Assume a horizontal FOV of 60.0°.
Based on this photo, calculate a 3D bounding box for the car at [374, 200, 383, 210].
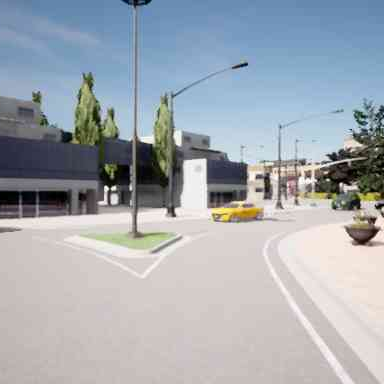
[{"bbox_3d":[24.957,1.659,42.714,1.895,1.301,4.718,0,0,41],"label":"car"}]

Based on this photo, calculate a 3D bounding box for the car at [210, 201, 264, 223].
[{"bbox_3d":[3.560,1.487,25.681,5.008,1.535,1.882,0,0,-43],"label":"car"}]

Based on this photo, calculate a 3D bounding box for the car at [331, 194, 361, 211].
[{"bbox_3d":[19.635,1.249,42.190,2.150,2.045,5.566,0,0,44],"label":"car"}]
